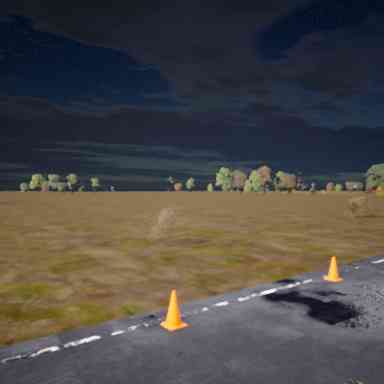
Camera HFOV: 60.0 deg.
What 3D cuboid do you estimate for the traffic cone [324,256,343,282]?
[{"bbox_3d":[3.666,1.966,8.603,0.340,0.580,0.340,0,0,-37],"label":"traffic cone"}]

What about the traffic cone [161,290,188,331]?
[{"bbox_3d":[-0.301,1.963,5.637,0.340,0.580,0.340,0,0,-36],"label":"traffic cone"}]
